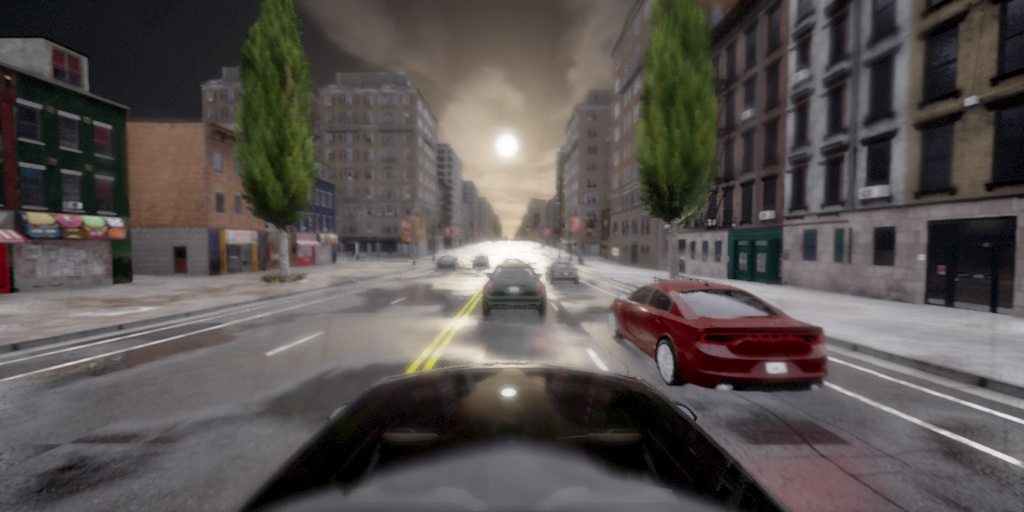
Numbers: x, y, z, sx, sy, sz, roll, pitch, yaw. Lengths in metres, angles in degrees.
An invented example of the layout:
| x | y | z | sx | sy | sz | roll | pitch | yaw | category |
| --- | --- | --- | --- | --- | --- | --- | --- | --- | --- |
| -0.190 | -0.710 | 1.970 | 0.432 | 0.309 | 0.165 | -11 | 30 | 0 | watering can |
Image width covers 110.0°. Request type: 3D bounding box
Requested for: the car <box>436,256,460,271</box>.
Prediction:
| x | y | z | sx | sy | sz | roll | pitch | yaw | category |
| --- | --- | --- | --- | --- | --- | --- | --- | --- | --- |
| -6.605 | 0.735 | 37.438 | 1.882 | 1.535 | 5.008 | 0 | 1 | 0 | car |

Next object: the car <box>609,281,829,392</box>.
| x | y | z | sx | sy | sz | roll | pitch | yaw | category |
| --- | --- | --- | --- | --- | --- | --- | --- | --- | --- |
| 3.300 | 1.208 | 6.914 | 1.882 | 1.535 | 5.008 | 0 | 1 | 1 | car |

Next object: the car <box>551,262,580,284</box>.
| x | y | z | sx | sy | sz | roll | pitch | yaw | category |
| --- | --- | --- | --- | --- | --- | --- | --- | --- | --- |
| 3.313 | 1.085 | 24.293 | 2.033 | 1.411 | 5.357 | 0 | 1 | 0 | car |

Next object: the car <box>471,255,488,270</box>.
| x | y | z | sx | sy | sz | roll | pitch | yaw | category |
| --- | --- | --- | --- | --- | --- | --- | --- | --- | --- |
| -3.351 | 0.699 | 39.934 | 1.837 | 1.490 | 4.892 | 0 | 1 | 0 | car |

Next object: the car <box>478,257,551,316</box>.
| x | y | z | sx | sy | sz | roll | pitch | yaw | category |
| --- | --- | --- | --- | --- | --- | --- | --- | --- | --- |
| 0.080 | 1.037 | 13.272 | 2.097 | 1.767 | 4.553 | 0 | 1 | 0 | car |
